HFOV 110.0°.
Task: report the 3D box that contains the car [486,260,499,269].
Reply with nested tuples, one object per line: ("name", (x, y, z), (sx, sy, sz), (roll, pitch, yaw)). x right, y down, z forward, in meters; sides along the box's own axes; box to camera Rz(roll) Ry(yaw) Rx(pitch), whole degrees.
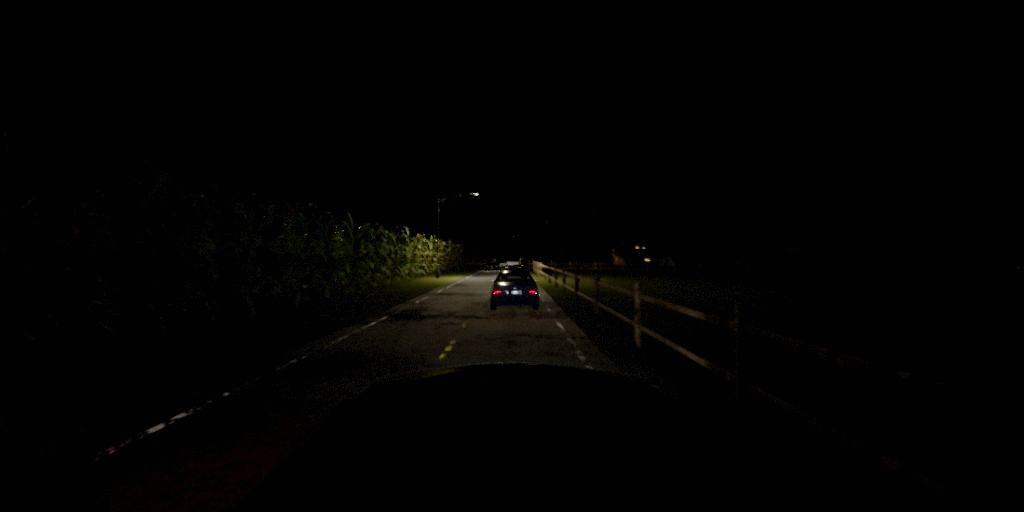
("car", (-2.761, 1.337, 52.181), (2.033, 1.411, 5.357), (0, 0, 1))

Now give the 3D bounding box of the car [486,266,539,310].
("car", (0.097, 1.302, 14.808), (2.033, 1.411, 5.357), (0, 0, 0))

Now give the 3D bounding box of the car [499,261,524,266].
("car", (0.109, 1.260, 35.402), (2.128, 1.511, 4.902), (0, 0, 0))
